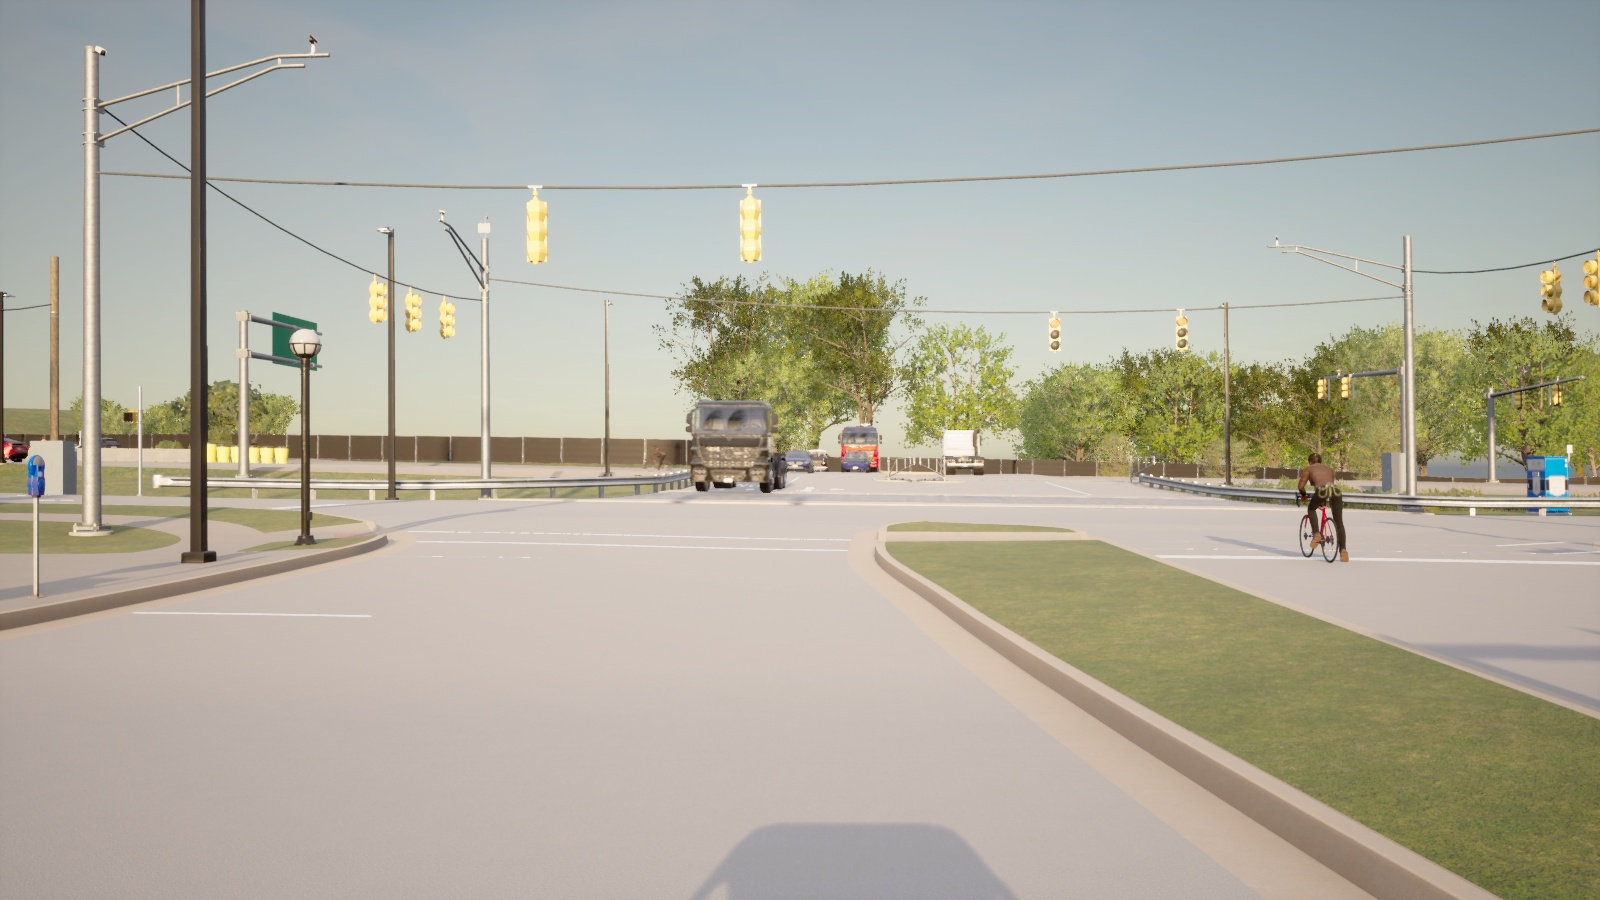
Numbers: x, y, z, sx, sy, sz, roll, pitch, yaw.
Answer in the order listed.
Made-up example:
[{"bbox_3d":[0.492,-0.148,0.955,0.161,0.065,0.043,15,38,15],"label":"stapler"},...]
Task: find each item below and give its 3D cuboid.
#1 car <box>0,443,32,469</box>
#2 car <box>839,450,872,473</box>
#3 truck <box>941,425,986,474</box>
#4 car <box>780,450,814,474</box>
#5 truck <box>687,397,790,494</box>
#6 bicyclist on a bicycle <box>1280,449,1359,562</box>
[{"bbox_3d":[-49.079,0.340,75.598,4.514,1.525,2.007,0,-1,4],"label":"car"},{"bbox_3d":[3.889,0.791,87.023,2.163,1.488,4.792,0,-1,4],"label":"car"},{"bbox_3d":[12.068,0.017,93.439,2.891,3.462,7.936,0,-1,4],"label":"truck"},{"bbox_3d":[-0.154,0.744,78.610,1.812,1.442,4.674,0,-1,4],"label":"car"},{"bbox_3d":[-2.231,-0.155,48.835,2.891,3.462,7.936,0,0,5],"label":"truck"},{"bbox_3d":[7.829,0.809,18.989,0.582,1.620,1.656,0,0,4],"label":"bicyclist on a bicycle"}]
